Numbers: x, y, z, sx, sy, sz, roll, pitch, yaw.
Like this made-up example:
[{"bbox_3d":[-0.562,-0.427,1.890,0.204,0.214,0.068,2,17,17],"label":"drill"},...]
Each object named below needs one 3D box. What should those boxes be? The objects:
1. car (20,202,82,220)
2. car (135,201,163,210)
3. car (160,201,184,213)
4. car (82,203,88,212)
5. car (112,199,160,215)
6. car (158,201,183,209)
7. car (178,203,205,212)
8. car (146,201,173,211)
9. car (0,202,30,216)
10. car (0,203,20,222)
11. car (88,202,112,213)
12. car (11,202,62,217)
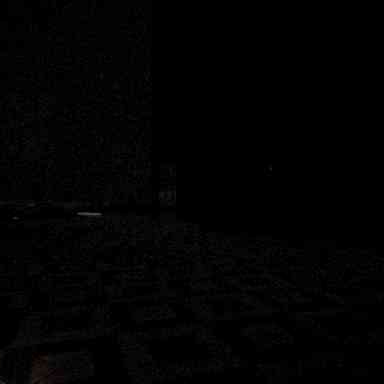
[{"bbox_3d":[-13.059,1.810,30.927,1.752,1.417,4.829,-1,-2,35],"label":"car"},{"bbox_3d":[-6.987,2.191,54.123,2.008,1.369,4.403,-1,-2,35],"label":"car"},{"bbox_3d":[-3.327,2.100,44.573,1.887,1.381,4.507,-1,-2,35],"label":"car"},{"bbox_3d":[-13.540,1.998,44.934,1.887,1.381,4.507,-1,-2,35],"label":"car"},{"bbox_3d":[-6.605,1.777,39.984,2.192,1.841,5.009,-1,-2,35],"label":"car"},{"bbox_3d":[-3.710,2.287,58.717,2.008,1.369,4.403,-1,-2,35],"label":"car"},{"bbox_3d":[-0.046,2.232,49.172,1.802,1.307,4.206,-1,-2,36],"label":"car"},{"bbox_3d":[-5.034,2.200,52.176,1.994,1.385,4.181,0,-1,37],"label":"car"},{"bbox_3d":[-20.093,1.824,35.744,2.008,1.369,4.403,-1,-1,35],"label":"car"},{"bbox_3d":[-16.434,1.761,26.193,1.947,1.339,4.313,-1,-2,35],"label":"car"},{"bbox_3d":[-10.893,1.995,44.024,1.812,1.442,4.674,0,-1,35],"label":"car"},{"bbox_3d":[-16.679,1.835,35.928,1.812,1.442,4.674,0,-1,36],"label":"car"}]
